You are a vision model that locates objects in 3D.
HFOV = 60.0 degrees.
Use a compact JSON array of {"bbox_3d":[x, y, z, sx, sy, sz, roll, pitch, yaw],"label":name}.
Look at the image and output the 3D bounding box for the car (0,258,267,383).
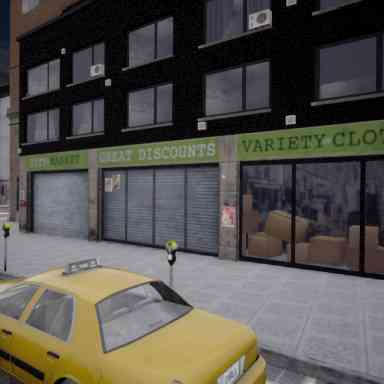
[{"bbox_3d":[-1.540,1.524,4.190,4.829,1.417,1.752,0,1,36],"label":"car"}]
